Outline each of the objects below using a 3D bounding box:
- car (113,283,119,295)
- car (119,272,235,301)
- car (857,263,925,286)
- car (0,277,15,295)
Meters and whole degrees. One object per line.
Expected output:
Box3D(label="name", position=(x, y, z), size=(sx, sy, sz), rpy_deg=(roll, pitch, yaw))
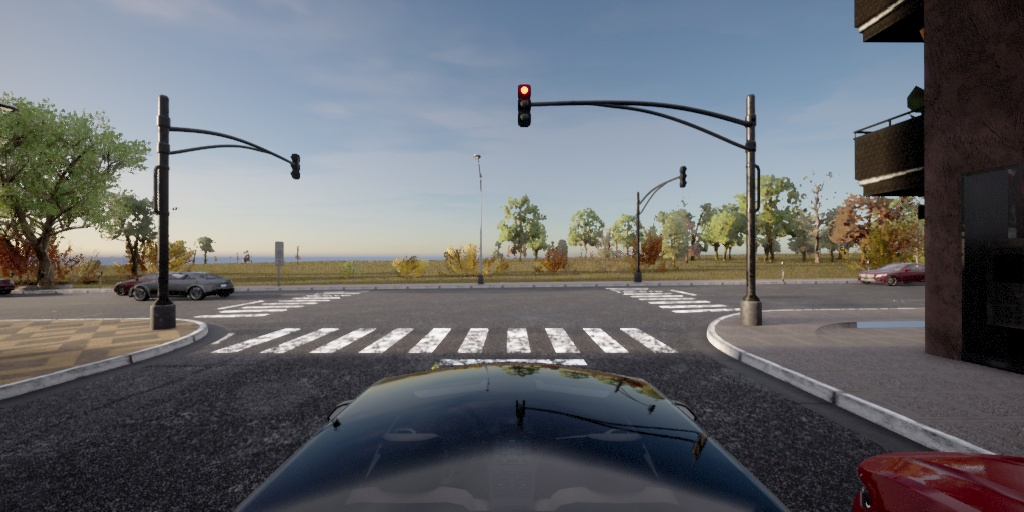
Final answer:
Box3D(label="car", position=(-20.556, 1.573, 20.937), size=(4.207, 1.307, 1.802), rpy_deg=(0, 0, 0))
Box3D(label="car", position=(-16.717, 1.501, 18.275), size=(4.181, 1.385, 1.994), rpy_deg=(-1, 0, 0))
Box3D(label="car", position=(22.951, 1.055, 21.144), size=(4.207, 1.307, 1.802), rpy_deg=(0, 0, 0))
Box3D(label="car", position=(-31.639, 1.706, 20.815), size=(4.207, 1.307, 1.802), rpy_deg=(0, 0, 0))
